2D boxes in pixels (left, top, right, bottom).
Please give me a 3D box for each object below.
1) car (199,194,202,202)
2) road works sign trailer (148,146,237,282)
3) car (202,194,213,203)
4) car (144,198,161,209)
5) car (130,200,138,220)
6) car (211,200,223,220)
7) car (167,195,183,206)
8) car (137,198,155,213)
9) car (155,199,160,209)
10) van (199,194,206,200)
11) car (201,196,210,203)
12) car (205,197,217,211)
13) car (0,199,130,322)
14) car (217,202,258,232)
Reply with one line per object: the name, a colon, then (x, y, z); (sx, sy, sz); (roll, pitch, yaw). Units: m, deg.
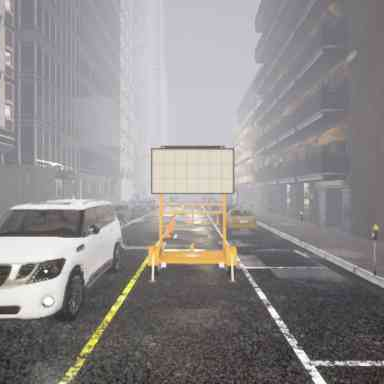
car: (2.811, 1.340, 59.178); (2.192, 1.841, 5.009); (0, 0, 0)
road works sign trailer: (0.021, 0.465, 9.706); (2.380, 3.560, 2.880); (0, 0, 0)
car: (2.788, 1.456, 47.881); (1.967, 1.590, 4.097); (0, 0, 0)
car: (-5.593, 1.542, 47.727); (1.752, 1.417, 4.829); (0, 0, 0)
car: (-5.638, 1.570, 25.303); (1.947, 1.339, 4.313); (0, 0, 0)
car: (2.743, 1.570, 25.287); (1.947, 1.339, 4.313); (0, 0, 0)
car: (-2.893, 1.392, 53.198); (2.097, 1.767, 4.553); (0, 0, 0)
car: (-5.615, 1.559, 36.600); (2.008, 1.369, 4.403); (0, 0, 0)
car: (-5.604, 1.453, 42.250); (1.967, 1.590, 4.097); (0, 0, 0)
van: (2.878, 1.401, 93.069); (1.690, 1.788, 3.998); (0, 0, 0)
car: (2.833, 1.615, 70.475); (1.802, 1.307, 4.206); (0, 0, 0)
car: (2.765, 1.559, 36.584); (2.008, 1.369, 4.403); (0, 0, 0)
car: (-3.084, 1.222, 7.578); (2.150, 2.045, 5.566); (0, 0, 0)
car: (2.732, 1.527, 19.808); (1.752, 1.417, 4.829); (0, 0, 0)
